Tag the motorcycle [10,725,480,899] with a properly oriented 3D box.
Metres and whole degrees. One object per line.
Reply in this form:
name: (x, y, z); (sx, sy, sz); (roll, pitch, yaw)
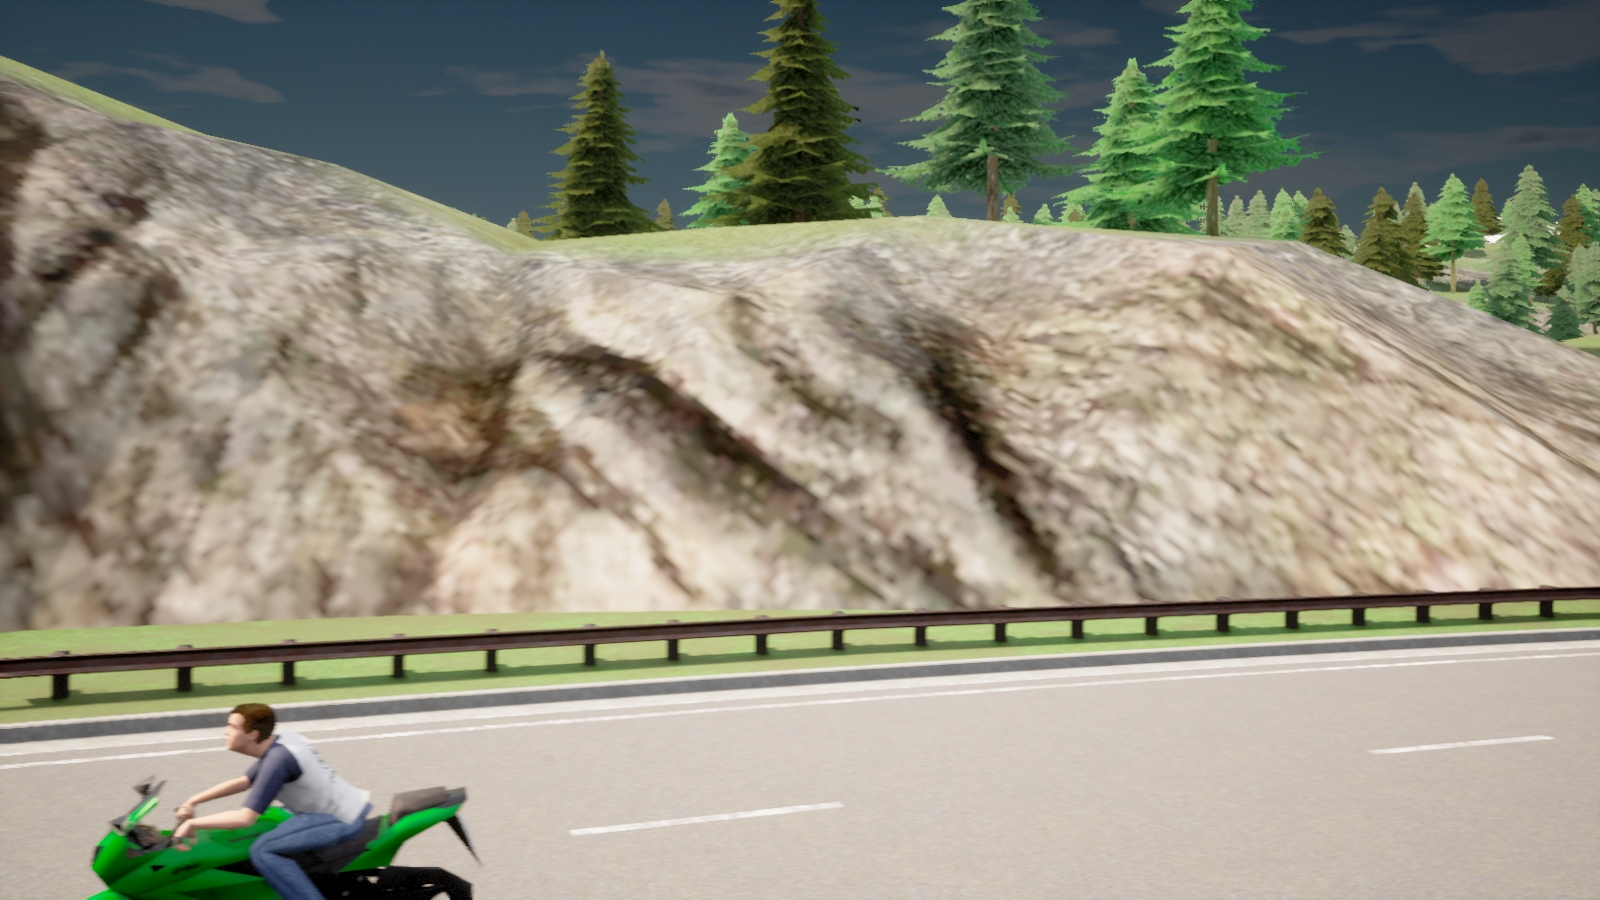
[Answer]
motorcycle: (-2.719, 2.186, 5.846); (2.033, 1.199, 0.803); (0, 1, -20)
